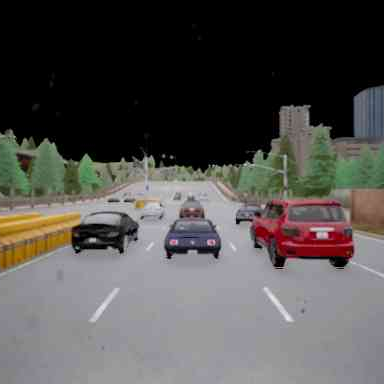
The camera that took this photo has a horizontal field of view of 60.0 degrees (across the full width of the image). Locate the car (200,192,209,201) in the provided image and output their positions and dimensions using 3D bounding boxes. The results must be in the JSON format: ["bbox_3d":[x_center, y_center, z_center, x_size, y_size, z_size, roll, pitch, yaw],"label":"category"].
[{"bbox_3d":[3.222,1.172,85.411,2.150,2.045,5.566,0,3,0],"label":"car"}]

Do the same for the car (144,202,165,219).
[{"bbox_3d":[-3.484,1.660,30.410,1.812,1.442,4.674,0,0,0],"label":"car"}]

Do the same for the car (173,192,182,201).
[{"bbox_3d":[-3.781,1.450,85.760,2.128,1.511,4.902,0,3,0],"label":"car"}]

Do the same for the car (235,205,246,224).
[{"bbox_3d":[4.614,1.661,25.441,2.033,1.411,5.357,0,0,19],"label":"car"}]

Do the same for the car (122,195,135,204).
[{"bbox_3d":[-14.201,1.881,75.180,1.895,1.301,4.718,0,1,0],"label":"car"}]

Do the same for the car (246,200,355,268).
[{"bbox_3d":[3.528,1.273,11.637,2.150,2.045,5.566,0,0,0],"label":"car"}]

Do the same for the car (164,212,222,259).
[{"bbox_3d":[0.037,1.659,12.922,1.895,1.301,4.718,0,0,0],"label":"car"}]

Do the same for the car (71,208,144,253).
[{"bbox_3d":[-3.458,1.540,14.081,1.882,1.535,5.008,0,0,0],"label":"car"}]

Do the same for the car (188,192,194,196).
[{"bbox_3d":[-0.281,1.451,85.786,2.128,1.511,4.902,0,3,0],"label":"car"}]

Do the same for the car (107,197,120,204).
[{"bbox_3d":[-17.701,1.880,75.155,1.895,1.301,4.718,0,1,0],"label":"car"}]

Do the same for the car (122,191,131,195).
[{"bbox_3d":[-17.818,0.573,90.660,2.097,1.767,4.553,0,4,0],"label":"car"}]

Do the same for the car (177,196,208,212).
[{"bbox_3d":[0.010,1.480,29.093,2.097,1.767,4.553,0,0,0],"label":"car"}]
